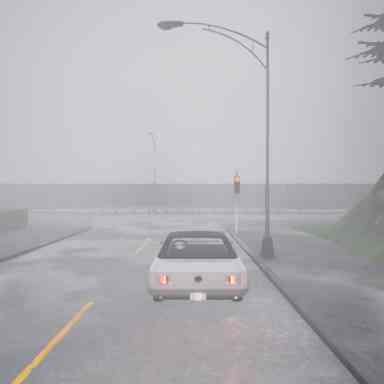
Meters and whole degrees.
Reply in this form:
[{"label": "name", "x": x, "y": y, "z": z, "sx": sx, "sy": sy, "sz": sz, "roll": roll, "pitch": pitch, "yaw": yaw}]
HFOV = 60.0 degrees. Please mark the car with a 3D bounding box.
[{"label": "car", "x": 0.116, "y": 1.601, "z": 8.226, "sx": 1.895, "sy": 1.301, "sz": 4.718, "roll": 0, "pitch": 0, "yaw": 0}]
